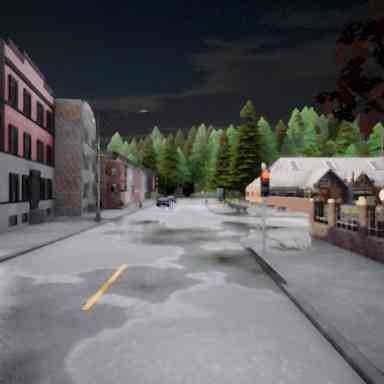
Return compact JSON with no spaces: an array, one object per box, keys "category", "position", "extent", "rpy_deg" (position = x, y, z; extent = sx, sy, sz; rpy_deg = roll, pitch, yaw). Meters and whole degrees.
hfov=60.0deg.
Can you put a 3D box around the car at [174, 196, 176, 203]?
[{"category":"car","position":[-3.992,1.386,63.244],"extent":[1.812,1.442,4.674],"rpy_deg":[0,0,1]}]

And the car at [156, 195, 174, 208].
[{"category":"car","position":[-4.059,1.444,47.518],"extent":[2.033,1.411,5.357],"rpy_deg":[0,0,0]}]
